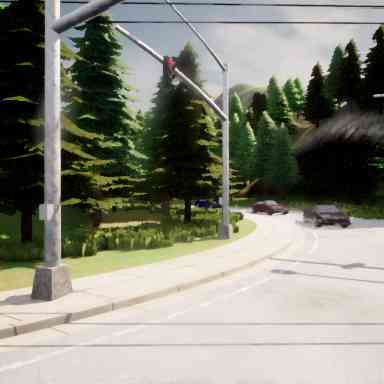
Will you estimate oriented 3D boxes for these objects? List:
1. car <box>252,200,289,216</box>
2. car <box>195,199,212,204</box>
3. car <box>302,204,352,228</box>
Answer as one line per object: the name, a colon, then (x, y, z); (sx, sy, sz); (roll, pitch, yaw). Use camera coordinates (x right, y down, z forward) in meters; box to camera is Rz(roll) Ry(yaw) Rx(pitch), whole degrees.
car: (7.609, 1.526, 32.860); (1.812, 1.442, 4.674); (0, 0, -19)
car: (2.346, 1.478, 43.438); (1.882, 1.535, 5.008); (0, 0, -33)
car: (8.814, 1.548, 22.273); (2.033, 1.411, 5.357); (0, 0, 5)
